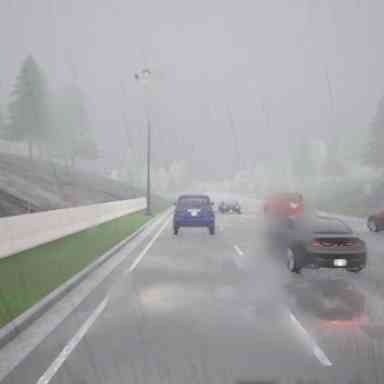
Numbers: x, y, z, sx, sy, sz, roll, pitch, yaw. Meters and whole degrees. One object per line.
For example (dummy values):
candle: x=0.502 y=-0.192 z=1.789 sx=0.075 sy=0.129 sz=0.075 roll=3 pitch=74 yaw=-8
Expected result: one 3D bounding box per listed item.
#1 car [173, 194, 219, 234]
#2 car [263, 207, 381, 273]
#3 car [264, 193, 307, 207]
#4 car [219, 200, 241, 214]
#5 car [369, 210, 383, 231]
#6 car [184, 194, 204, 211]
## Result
car: x=0.104 y=1.134 z=18.791 sx=2.150 sy=2.045 sz=5.566 roll=0 pitch=0 yaw=0
car: x=3.602 y=1.456 z=10.508 sx=1.837 sy=1.490 sz=4.892 roll=0 pitch=0 yaw=0
car: x=7.106 y=1.102 z=25.821 sx=2.150 sy=2.045 sz=5.566 roll=0 pitch=0 yaw=0
car: x=3.650 y=1.447 z=33.126 sx=1.895 sy=1.301 sz=4.718 roll=0 pitch=0 yaw=1
car: x=10.604 y=1.277 z=16.246 sx=2.097 sy=1.767 sz=4.553 roll=0 pitch=0 yaw=0
car: x=0.264 y=1.173 z=38.453 sx=2.097 sy=1.767 sz=4.553 roll=0 pitch=0 yaw=1
